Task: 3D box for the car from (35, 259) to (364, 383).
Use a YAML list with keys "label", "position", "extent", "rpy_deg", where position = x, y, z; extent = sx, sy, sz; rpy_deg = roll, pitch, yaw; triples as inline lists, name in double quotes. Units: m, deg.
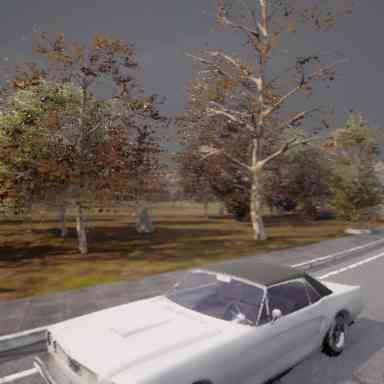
- label: "car"
  position: [0.525, 1.731, 4.583]
  extent: [4.718, 1.301, 1.895]
  rpy_deg: [1, -2, -42]
